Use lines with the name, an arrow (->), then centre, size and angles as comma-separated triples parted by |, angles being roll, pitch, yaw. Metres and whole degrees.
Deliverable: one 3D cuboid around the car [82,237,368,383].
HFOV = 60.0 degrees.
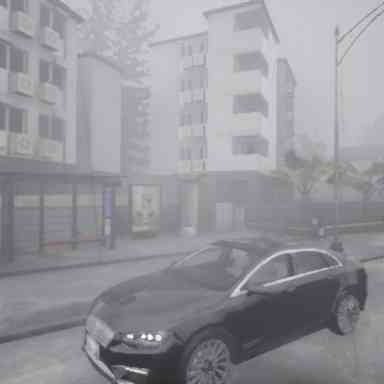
car -> 0.857, 1.528, 5.229 | 4.902, 1.511, 2.128 | 1, -1, -36
